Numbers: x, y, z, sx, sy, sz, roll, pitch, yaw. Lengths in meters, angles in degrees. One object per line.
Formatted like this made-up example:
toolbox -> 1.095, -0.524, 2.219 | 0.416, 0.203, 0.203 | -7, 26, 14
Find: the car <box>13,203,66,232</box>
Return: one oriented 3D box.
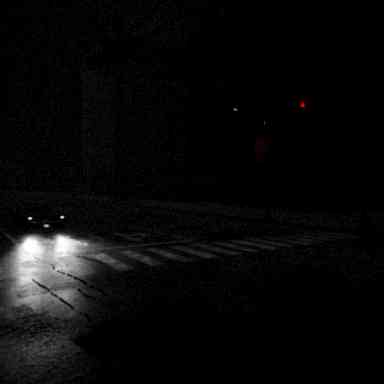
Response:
car -> -8.201, 1.270, 17.703 | 1.895, 1.301, 4.718 | 0, 1, -35
